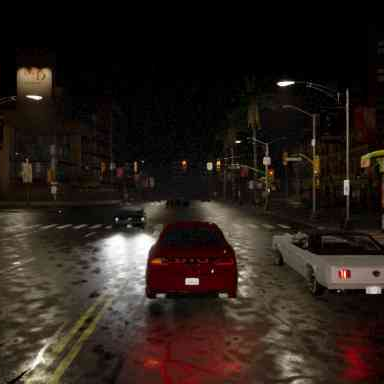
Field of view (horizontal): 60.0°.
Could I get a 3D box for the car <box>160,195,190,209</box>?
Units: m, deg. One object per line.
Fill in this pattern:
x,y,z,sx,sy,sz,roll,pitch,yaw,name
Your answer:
-1.906,1.491,45.564,2.128,1.511,4.902,0,0,24,car

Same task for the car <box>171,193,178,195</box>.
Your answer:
-4.171,1.355,71.306,2.097,1.767,4.553,0,0,-1,car

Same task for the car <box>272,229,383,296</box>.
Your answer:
3.495,1.601,8.618,1.895,1.301,4.718,0,0,0,car

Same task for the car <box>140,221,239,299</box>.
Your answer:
-0.006,1.478,8.530,1.882,1.535,5.008,0,0,0,car

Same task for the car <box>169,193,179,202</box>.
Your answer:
-4.261,1.225,80.645,2.150,2.045,5.566,0,0,-1,car

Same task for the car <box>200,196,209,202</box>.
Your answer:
2.823,1.524,73.409,1.812,1.442,4.674,0,0,-1,car

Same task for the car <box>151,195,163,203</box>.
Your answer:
-7.674,1.540,71.568,2.033,1.411,5.357,0,0,-1,car

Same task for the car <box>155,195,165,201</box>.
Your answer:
-7.765,1.524,81.063,1.812,1.442,4.674,0,0,-1,car

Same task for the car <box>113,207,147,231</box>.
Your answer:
-3.757,1.601,20.807,1.895,1.301,4.718,0,0,-7,car

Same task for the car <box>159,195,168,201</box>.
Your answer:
-7.863,1.525,91.178,2.128,1.511,4.902,0,0,-1,car
